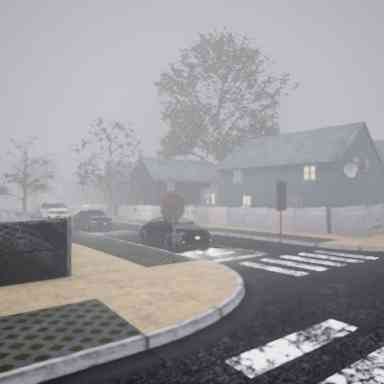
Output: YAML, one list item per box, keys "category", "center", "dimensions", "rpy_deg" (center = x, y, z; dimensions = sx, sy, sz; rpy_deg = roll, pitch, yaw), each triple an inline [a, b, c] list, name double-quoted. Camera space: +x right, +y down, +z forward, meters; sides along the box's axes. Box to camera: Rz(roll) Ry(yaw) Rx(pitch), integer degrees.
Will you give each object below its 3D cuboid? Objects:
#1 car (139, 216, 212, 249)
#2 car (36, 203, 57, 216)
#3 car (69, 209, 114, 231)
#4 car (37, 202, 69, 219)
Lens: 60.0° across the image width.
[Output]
- category: "car"
  center: [-0.909, 1.851, 16.041]
  dimensions: [1.994, 1.385, 4.181]
  rpy_deg: [1, -2, -36]
- category: "car"
  center: [-22.754, 2.690, 52.050]
  dimensions: [2.097, 1.767, 4.553]
  rpy_deg: [1, -2, -35]
- category: "car"
  center: [-7.601, 2.072, 25.520]
  dimensions: [1.837, 1.490, 4.892]
  rpy_deg: [1, -1, -35]
- category: "car"
  center: [-14.682, 2.088, 35.560]
  dimensions: [2.150, 2.045, 5.566]
  rpy_deg: [1, -1, -35]
